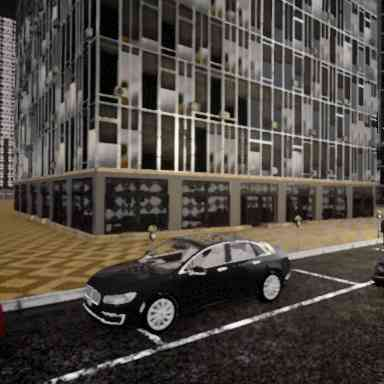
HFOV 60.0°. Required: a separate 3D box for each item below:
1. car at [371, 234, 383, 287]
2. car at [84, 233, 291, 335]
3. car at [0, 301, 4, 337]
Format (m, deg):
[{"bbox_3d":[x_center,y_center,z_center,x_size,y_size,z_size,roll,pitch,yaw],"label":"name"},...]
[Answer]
[{"bbox_3d":[6.497,1.551,8.014,5.357,1.411,2.033,0,0,-36],"label":"car"},{"bbox_3d":[0.132,1.552,6.645,4.403,1.369,2.008,0,1,-35],"label":"car"},{"bbox_3d":[-4.490,1.543,3.347,4.507,1.381,1.887,0,1,-35],"label":"car"}]
